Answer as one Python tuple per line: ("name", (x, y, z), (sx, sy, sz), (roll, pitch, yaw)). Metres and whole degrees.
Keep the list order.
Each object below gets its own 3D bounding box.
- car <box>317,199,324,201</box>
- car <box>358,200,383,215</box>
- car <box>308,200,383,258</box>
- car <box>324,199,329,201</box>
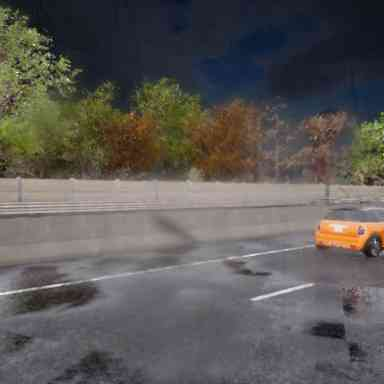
("car", (16.284, 1.585, 41.394), (4.181, 1.385, 1.994), (0, 0, -35))
("car", (20.155, 1.568, 35.563), (5.357, 1.411, 2.033), (0, 0, -35))
("car", (6.897, 1.352, 12.978), (4.553, 1.767, 2.097), (0, 0, -35))
("car", (17.486, 1.621, 37.959), (4.718, 1.301, 1.895), (0, 0, -35))
